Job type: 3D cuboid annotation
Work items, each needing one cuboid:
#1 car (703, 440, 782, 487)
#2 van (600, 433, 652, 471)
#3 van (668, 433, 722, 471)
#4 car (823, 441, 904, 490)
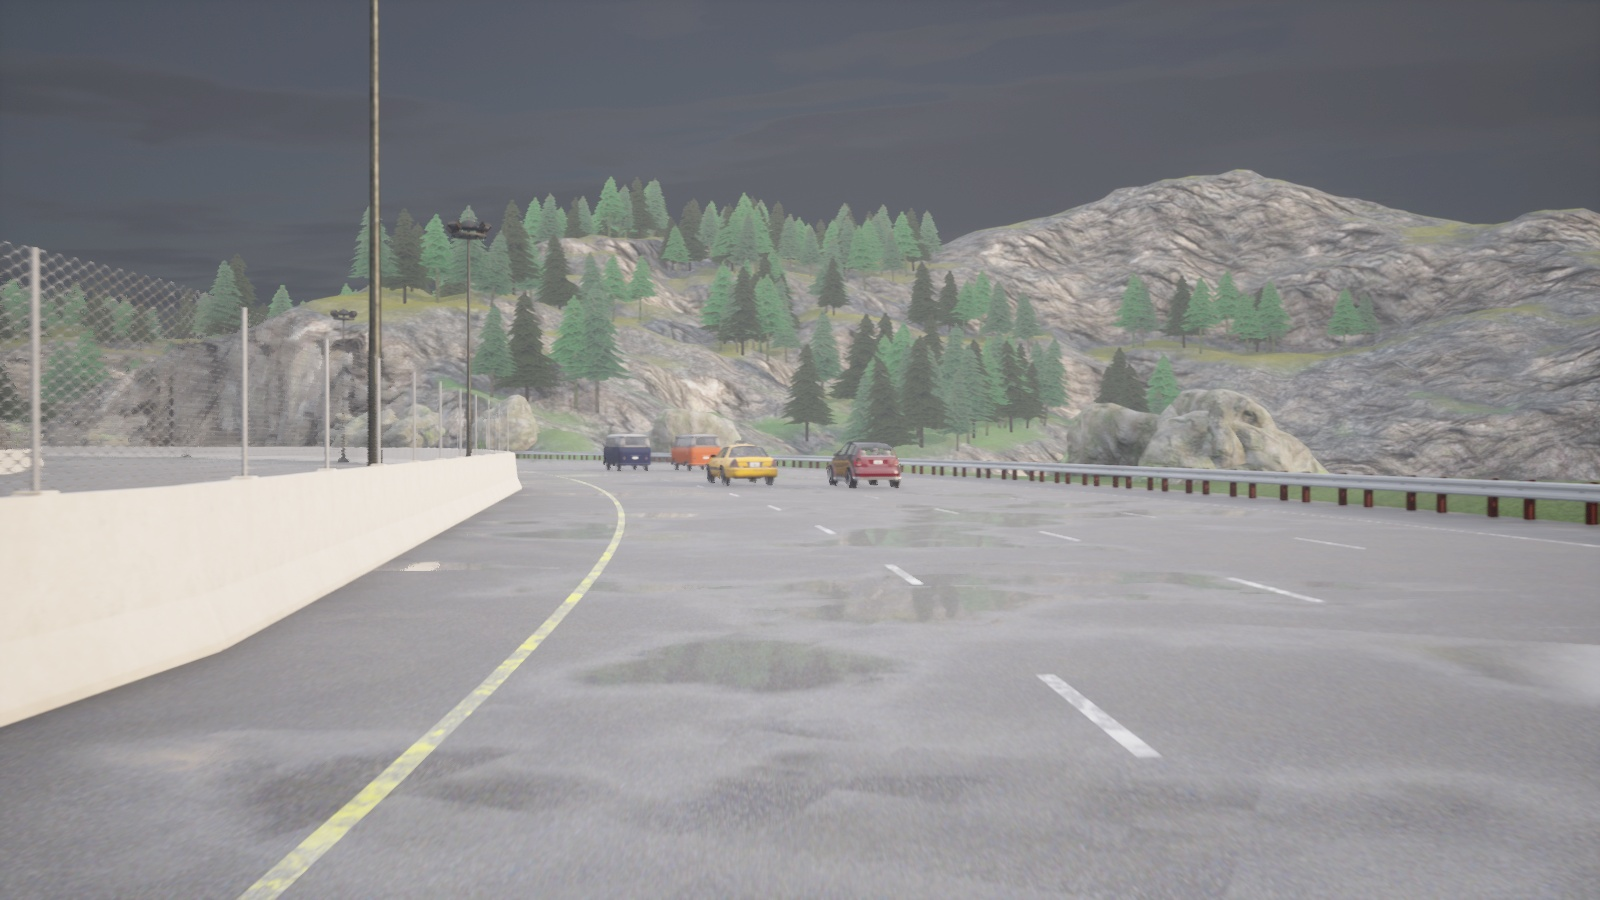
[{"bbox_3d":[-2.139,0.431,44.981,1.801,1.575,5.366,0,0,-14],"label":"car"},{"bbox_3d":[-9.409,0.113,67.707,1.775,1.987,4.442,0,0,-21],"label":"van"},{"bbox_3d":[-5.709,0.114,67.846,1.775,1.987,4.442,0,0,-21],"label":"van"},{"bbox_3d":[2.087,0.487,42.382,1.789,1.549,3.705,0,0,-13],"label":"car"}]
